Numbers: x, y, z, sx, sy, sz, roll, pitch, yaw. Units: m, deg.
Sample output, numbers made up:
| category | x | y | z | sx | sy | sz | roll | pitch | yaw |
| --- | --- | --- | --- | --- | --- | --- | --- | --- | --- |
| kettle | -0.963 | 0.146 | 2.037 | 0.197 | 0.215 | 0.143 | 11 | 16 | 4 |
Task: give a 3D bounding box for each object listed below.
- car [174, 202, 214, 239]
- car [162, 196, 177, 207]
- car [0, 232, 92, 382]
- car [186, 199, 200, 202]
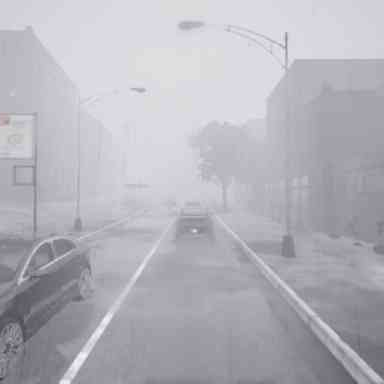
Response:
| category | x | y | z | sx | sy | sz | roll | pitch | yaw |
| --- | --- | --- | --- | --- | --- | --- | --- | --- | --- |
| car | 0.113 | 1.517 | 17.544 | 1.837 | 1.490 | 4.892 | 0 | 0 | 0 |
| car | -3.240 | 1.344 | 48.572 | 1.882 | 1.535 | 5.008 | 0 | 0 | 0 |
| car | -3.102 | 1.495 | 5.477 | 2.128 | 1.511 | 4.902 | 0 | 0 | 0 |
| car | 0.126 | 1.485 | 35.617 | 1.837 | 1.490 | 4.892 | 0 | 0 | 0 |
